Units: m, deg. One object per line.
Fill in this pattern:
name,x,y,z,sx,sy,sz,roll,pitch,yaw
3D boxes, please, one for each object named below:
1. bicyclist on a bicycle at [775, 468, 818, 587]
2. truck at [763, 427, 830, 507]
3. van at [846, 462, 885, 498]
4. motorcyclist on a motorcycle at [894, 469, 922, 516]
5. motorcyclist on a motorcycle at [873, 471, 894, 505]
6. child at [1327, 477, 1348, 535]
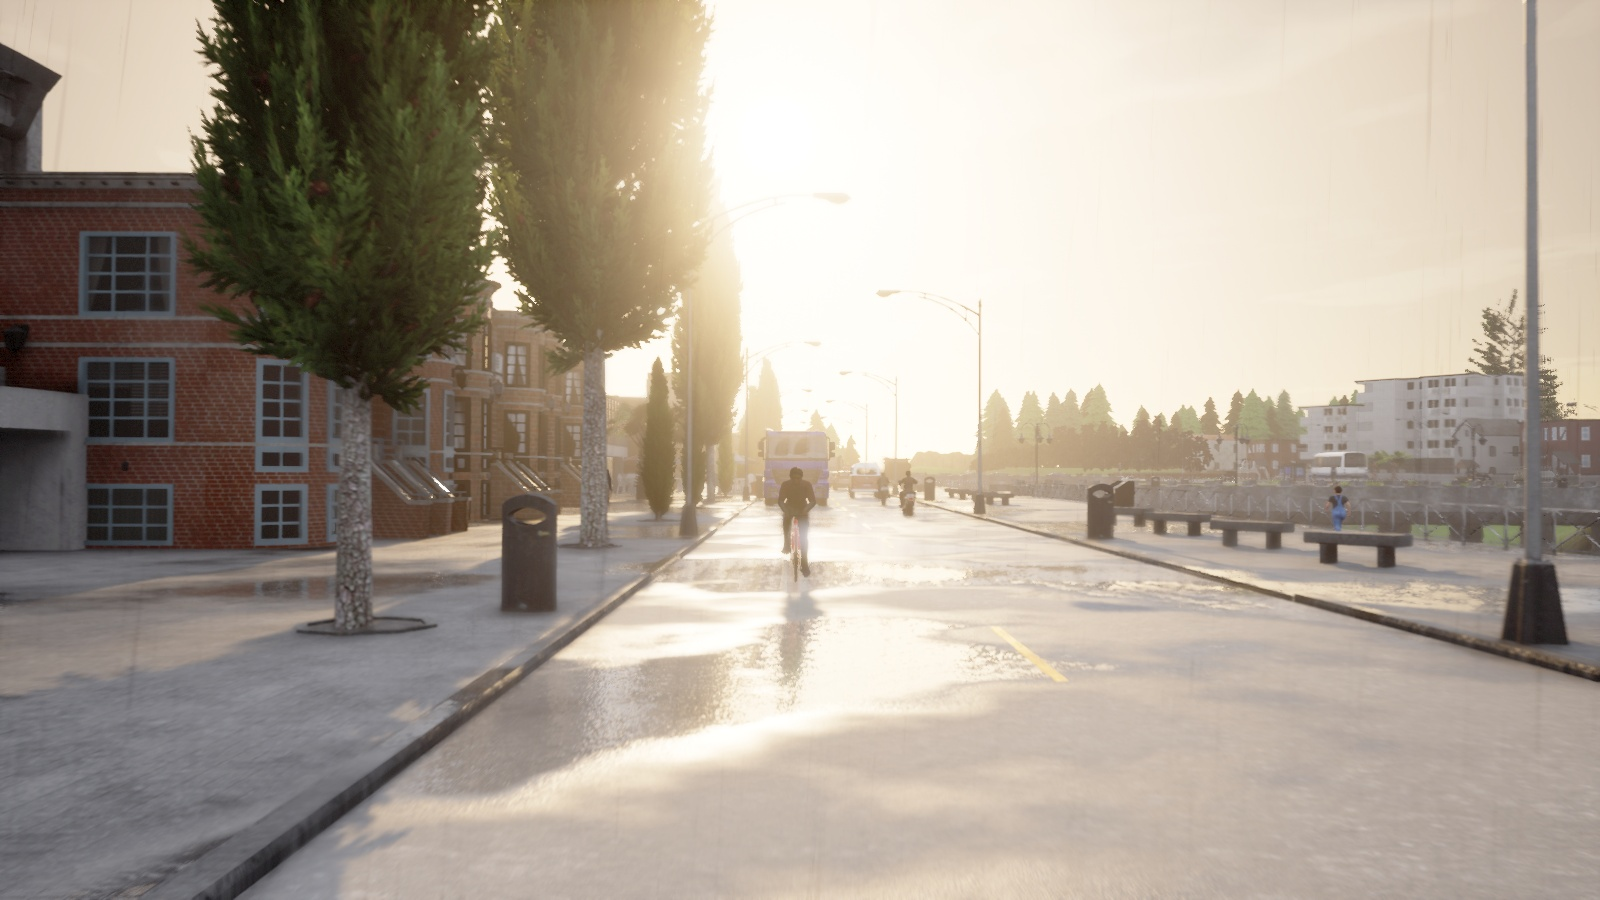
bicyclist on a bicycle,-0.047,1.070,18.037,0.582,1.620,1.656,0,-1,0
truck,-0.154,0.808,58.211,2.891,3.462,7.936,0,-1,0
van,3.808,1.758,73.766,2.069,2.038,4.480,0,-1,0
motorcyclist on a motorcycle,3.882,1.507,45.271,0.766,1.649,2.350,0,-1,0
motorcyclist on a motorcycle,3.850,1.751,57.936,0.797,1.523,2.044,0,-1,0
child,11.705,1.216,27.344,0.270,1.263,0.437,0,-1,1
